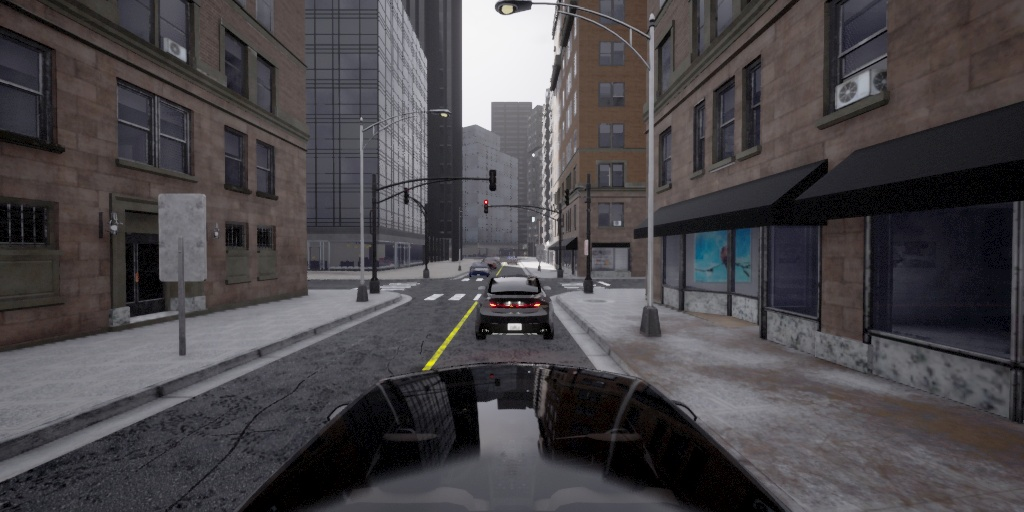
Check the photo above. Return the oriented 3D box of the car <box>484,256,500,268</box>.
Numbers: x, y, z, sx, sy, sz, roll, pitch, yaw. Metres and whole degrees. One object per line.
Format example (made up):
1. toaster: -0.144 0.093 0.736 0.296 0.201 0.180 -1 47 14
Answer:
1. car: -3.149 0.932 48.759 2.097 1.767 4.553 0 1 0

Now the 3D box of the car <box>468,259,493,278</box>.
1. car: -2.994 1.246 33.247 2.033 1.411 5.357 0 0 -3

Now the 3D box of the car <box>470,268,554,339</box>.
1. car: 0.070 1.252 10.008 1.837 1.490 4.892 0 0 0
